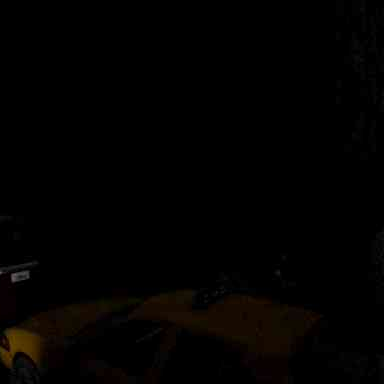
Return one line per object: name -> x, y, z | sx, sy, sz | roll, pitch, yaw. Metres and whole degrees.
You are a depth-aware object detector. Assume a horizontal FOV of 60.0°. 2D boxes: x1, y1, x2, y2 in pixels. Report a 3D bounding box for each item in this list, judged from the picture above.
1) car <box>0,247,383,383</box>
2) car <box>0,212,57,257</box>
car -> -0.038, 1.525, 3.100 | 4.829, 1.417, 1.752 | 0, 1, 36
car -> -4.445, 1.313, 6.247 | 5.009, 1.841, 2.192 | 0, 1, 36
